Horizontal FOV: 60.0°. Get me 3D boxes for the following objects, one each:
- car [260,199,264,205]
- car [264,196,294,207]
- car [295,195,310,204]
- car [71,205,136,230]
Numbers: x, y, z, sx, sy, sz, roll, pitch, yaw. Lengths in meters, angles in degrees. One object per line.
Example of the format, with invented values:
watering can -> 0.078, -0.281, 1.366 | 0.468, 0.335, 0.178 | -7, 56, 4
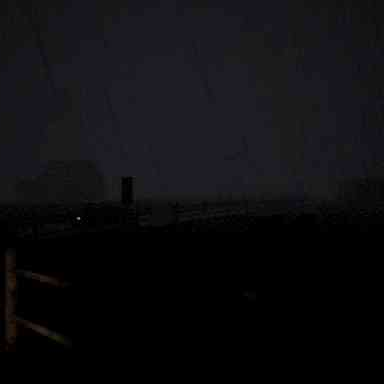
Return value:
car -> 12.334, 1.310, 51.223 | 2.033, 1.411, 5.357 | 0, 0, 35
car -> 12.112, 1.291, 45.956 | 1.812, 1.442, 4.674 | 0, 0, 35
car -> 17.903, 1.239, 54.471 | 1.812, 1.442, 4.674 | 0, 0, 35
car -> -5.341, 1.467, 20.657 | 1.994, 1.385, 4.181 | 0, 0, 35
